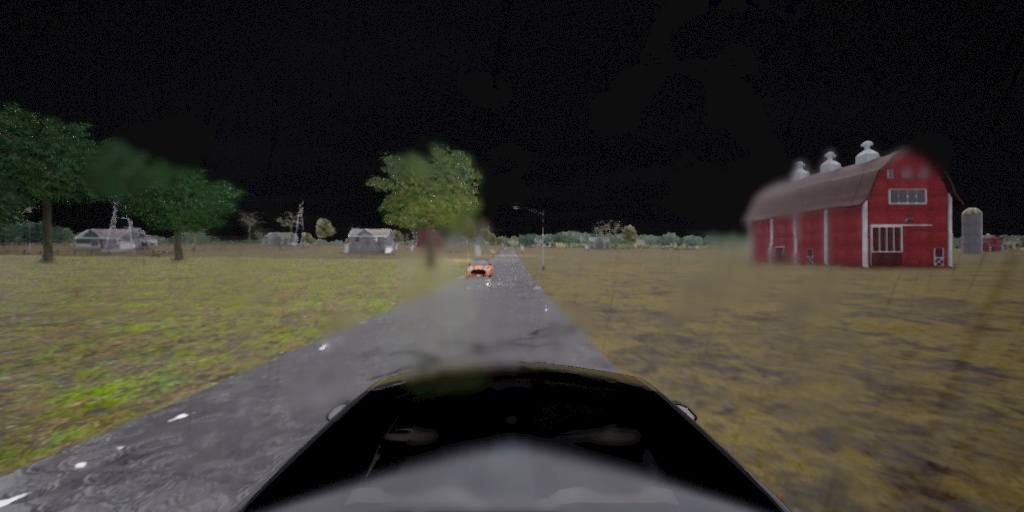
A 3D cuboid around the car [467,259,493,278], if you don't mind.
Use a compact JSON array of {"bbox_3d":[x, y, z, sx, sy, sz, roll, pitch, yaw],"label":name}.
[{"bbox_3d":[-2.862,1.056,32.728,2.097,1.767,4.553,0,1,0],"label":"car"}]
